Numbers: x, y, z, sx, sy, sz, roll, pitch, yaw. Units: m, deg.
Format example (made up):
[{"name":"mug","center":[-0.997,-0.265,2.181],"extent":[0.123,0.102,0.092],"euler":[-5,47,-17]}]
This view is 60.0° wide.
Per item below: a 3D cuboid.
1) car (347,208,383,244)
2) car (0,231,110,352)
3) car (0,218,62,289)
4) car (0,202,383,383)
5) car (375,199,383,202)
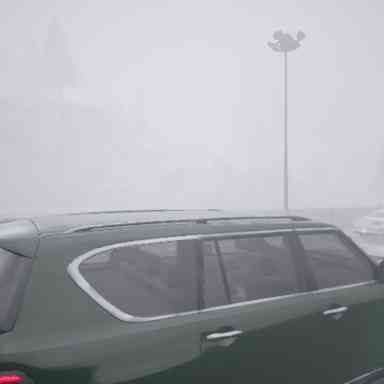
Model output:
[{"name":"car","center":[9.899,1.525,16.012],"extent":[4.674,1.442,1.812],"euler":[0,0,-24]},{"name":"car","center":[-4.171,1.547,4.987],"extent":[5.357,1.411,2.033],"euler":[0,0,-30]},{"name":"car","center":[-5.877,1.504,7.975],"extent":[4.892,1.490,1.837],"euler":[0,0,-31]},{"name":"car","center":[0.609,1.221,3.681],"extent":[5.566,2.045,2.150],"euler":[0,0,-30]},{"name":"car","center":[26.342,1.350,43.889],"extent":[4.553,1.767,2.097],"euler":[0,0,-14]}]
